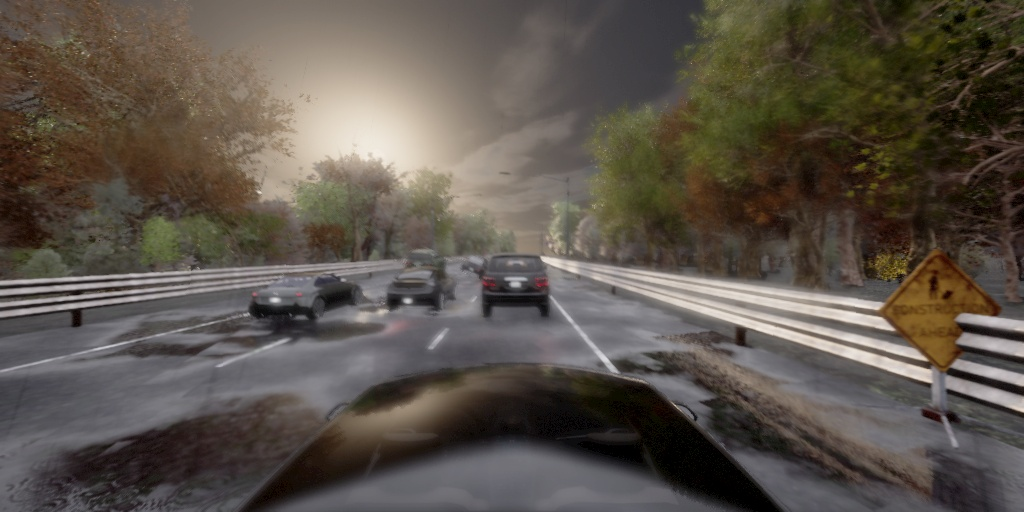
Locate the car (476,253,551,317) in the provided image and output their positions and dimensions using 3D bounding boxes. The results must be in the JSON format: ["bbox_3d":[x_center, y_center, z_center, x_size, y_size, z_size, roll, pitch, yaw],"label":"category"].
[{"bbox_3d":[0.148,0.911,13.066,2.150,2.045,5.566,0,0,1],"label":"car"}]

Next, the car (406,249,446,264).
[{"bbox_3d":[-6.658,0.518,28.252,2.150,2.045,5.566,3,5,0],"label":"car"}]

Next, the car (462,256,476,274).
[{"bbox_3d":[-2.841,0.801,30.247,1.812,1.442,4.674,24,4,4],"label":"car"}]

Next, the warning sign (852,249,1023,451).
[{"bbox_3d":[4.553,0.856,3.809,1.300,1.860,1.060,0,0,0],"label":"warning sign"}]

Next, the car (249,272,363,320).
[{"bbox_3d":[-6.864,1.257,12.454,1.994,1.385,4.181,0,0,1],"label":"car"}]

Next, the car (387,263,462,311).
[{"bbox_3d":[-3.342,1.190,14.044,1.837,1.490,4.892,0,0,1],"label":"car"}]
